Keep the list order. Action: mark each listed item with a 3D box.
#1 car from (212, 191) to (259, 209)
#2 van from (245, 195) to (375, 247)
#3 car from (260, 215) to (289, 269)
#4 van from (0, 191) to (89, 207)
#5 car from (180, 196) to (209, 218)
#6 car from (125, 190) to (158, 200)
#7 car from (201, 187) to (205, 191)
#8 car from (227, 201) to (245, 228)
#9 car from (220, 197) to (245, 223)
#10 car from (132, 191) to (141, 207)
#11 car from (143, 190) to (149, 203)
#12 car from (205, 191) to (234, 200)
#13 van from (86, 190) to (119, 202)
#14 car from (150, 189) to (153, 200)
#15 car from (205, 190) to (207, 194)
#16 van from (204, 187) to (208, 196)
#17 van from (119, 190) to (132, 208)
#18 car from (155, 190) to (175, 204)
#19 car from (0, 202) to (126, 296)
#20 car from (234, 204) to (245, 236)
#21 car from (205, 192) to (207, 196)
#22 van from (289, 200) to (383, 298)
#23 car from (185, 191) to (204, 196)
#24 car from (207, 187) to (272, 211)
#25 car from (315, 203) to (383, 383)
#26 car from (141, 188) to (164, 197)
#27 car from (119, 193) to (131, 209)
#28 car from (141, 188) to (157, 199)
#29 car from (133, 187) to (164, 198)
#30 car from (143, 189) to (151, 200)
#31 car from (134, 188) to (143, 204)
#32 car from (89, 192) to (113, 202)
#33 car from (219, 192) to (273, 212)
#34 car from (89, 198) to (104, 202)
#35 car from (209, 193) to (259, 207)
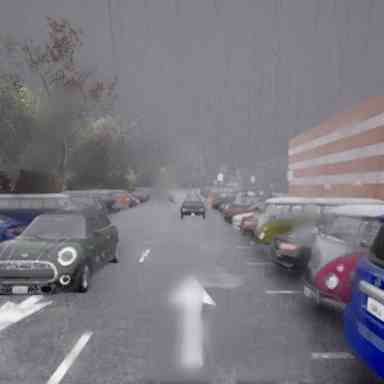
[{"bbox_3d":[4.392,0.808,34.286,4.553,1.767,2.185,0,1,0],"label":"car"},{"bbox_3d":[4.301,1.192,11.545,4.442,1.987,1.878,0,1,0],"label":"van"},{"bbox_3d":[4.414,1.475,8.841,4.674,1.452,2.002,0,0,0],"label":"car"},{"bbox_3d":[-8.035,1.094,17.283,4.442,1.987,1.878,0,1,0],"label":"van"},{"bbox_3d":[0.079,1.247,25.817,1.895,1.301,4.718,0,1,0],"label":"car"},{"bbox_3d":[-8.136,0.488,53.987,4.892,1.521,2.231,0,1,0],"label":"car"},{"bbox_3d":[4.436,0.354,59.713,5.008,1.535,2.097,0,1,0],"label":"car"},{"bbox_3d":[4.422,1.359,17.340,4.674,1.452,2.002,0,1,0],"label":"car"},{"bbox_3d":[4.425,1.254,20.164,5.008,1.535,2.097,0,1,0],"label":"car"},{"bbox_3d":[-8.150,0.938,34.102,5.008,1.535,2.097,0,1,0],"label":"car"},{"bbox_3d":[-8.138,0.810,39.747,5.008,1.535,2.097,0,1,0],"label":"car"},{"bbox_3d":[4.431,0.525,54.065,4.674,1.452,2.002,0,1,0],"label":"car"},{"bbox_3d":[-8.266,0.902,25.752,4.442,1.987,1.878,0,1,0],"label":"van"},{"bbox_3d":[-8.171,0.708,45.518,4.792,1.488,2.163,0,1,0],"label":"car"},{"bbox_3d":[4.428,0.782,42.765,4.674,1.452,2.002,0,1,0],"label":"car"},{"bbox_3d":[4.310,0.452,45.584,4.442,1.987,1.878,0,1,0],"label":"van"},{"bbox_3d":[-8.261,0.773,31.400,4.442,1.987,1.878,0,1,0],"label":"van"},{"bbox_3d":[-3.330,0.836,43.929,1.895,1.301,4.718,0,1,0],"label":"car"},{"bbox_3d":[-3.340,1.307,8.742,2.097,1.767,4.553,0,0,1],"label":"car"},{"bbox_3d":[4.416,1.418,14.506,4.674,1.452,2.002,0,1,0],"label":"car"},{"bbox_3d":[4.238,0.995,31.464,5.366,1.575,1.946,0,1,0],"label":"car"},{"bbox_3d":[4.300,1.223,6.015,4.442,1.987,1.878,0,0,0],"label":"van"},{"bbox_3d":[0.096,0.844,41.990,1.994,1.385,4.181,0,1,0],"label":"car"},{"bbox_3d":[4.394,0.811,28.633,5.566,2.045,2.435,0,1,0],"label":"car"},{"bbox_3d":[4.444,1.212,3.189,5.566,2.045,2.435,0,0,0],"label":"car"},{"bbox_3d":[-8.078,0.019,68.107,4.553,1.767,2.185,0,1,0],"label":"car"},{"bbox_3d":[-8.153,1.064,28.581,4.892,1.521,2.231,0,1,0],"label":"car"},{"bbox_3d":[-8.136,0.615,48.341,5.008,1.535,2.097,0,1,0],"label":"car"},{"bbox_3d":[-8.114,0.041,62.326,5.566,2.045,2.435,0,1,0],"label":"car"},{"bbox_3d":[-8.147,0.746,42.570,5.008,1.535,2.097,0,1,0],"label":"car"},{"bbox_3d":[-8.175,0.748,36.922,4.553,1.767,2.185,0,1,0],"label":"car"},{"bbox_3d":[-8.119,1.068,22.808,4.553,1.767,2.185,0,1,0],"label":"car"},{"bbox_3d":[4.389,1.065,22.986,4.553,1.767,2.185,0,1,0],"label":"car"},{"bbox_3d":[-8.183,1.285,20.114,4.792,1.488,2.163,0,1,0],"label":"car"},{"bbox_3d":[4.610,0.867,37.114,5.366,1.575,1.946,0,1,0],"label":"car"}]
